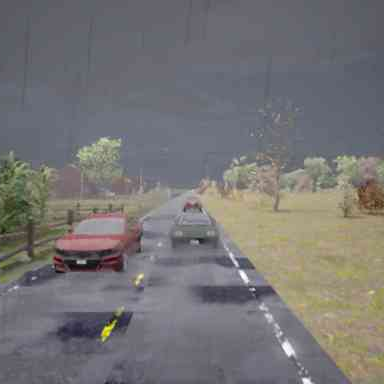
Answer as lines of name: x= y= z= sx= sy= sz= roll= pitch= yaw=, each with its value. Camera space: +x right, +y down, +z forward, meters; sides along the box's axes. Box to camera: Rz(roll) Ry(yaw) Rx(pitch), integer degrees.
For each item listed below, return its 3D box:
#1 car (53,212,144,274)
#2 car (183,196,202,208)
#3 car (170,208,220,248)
car: x=-2.745 y=1.469 z=10.759 sx=1.882 sy=1.535 sz=5.008 roll=0 pitch=0 yaw=0
car: x=0.066 y=1.301 z=39.013 sx=2.097 sy=1.767 sz=4.553 roll=0 pitch=0 yaw=0
car: x=0.111 y=1.587 z=14.647 sx=1.895 sy=1.301 sz=4.718 roll=0 pitch=0 yaw=0
